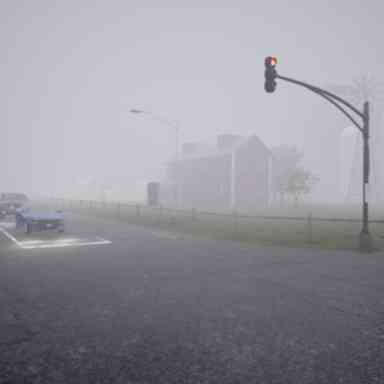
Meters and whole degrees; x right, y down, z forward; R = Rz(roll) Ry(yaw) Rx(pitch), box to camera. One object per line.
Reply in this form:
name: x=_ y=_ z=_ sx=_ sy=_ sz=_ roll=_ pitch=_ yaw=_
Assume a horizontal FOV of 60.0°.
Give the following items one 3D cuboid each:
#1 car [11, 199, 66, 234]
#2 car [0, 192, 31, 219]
car: x=-8.550 y=1.375 z=18.613 sx=1.882 sy=1.535 sz=5.008 roll=2 pitch=-1 yaw=-35
car: x=-14.525 y=1.052 z=27.027 sx=2.150 sy=2.045 sz=5.566 roll=2 pitch=-1 yaw=-36
